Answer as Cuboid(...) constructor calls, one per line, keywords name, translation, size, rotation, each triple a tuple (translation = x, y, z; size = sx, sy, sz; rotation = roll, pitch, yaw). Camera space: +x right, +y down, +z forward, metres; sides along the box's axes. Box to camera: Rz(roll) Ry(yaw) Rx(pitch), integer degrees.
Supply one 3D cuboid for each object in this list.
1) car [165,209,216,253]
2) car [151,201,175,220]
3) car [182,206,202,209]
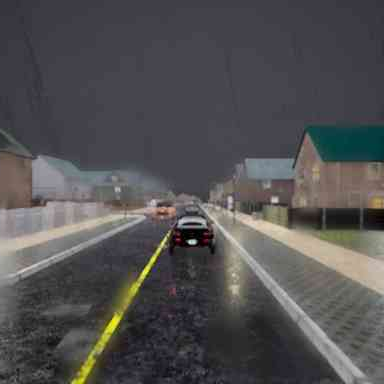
Cuboid(name="car", translation=(0.012, 1.677, 14.403), size=(1.812, 1.442, 4.674), rotation=(0, 0, 0))
Cuboid(name="car", translation=(-2.732, 1.732, 32.592), size=(2.097, 1.767, 4.553), rotation=(0, -1, 0))
Cuboid(name="car", translation=(0.023, 1.903, 29.302), size=(1.994, 1.385, 4.181), rotation=(0, -1, 0))
